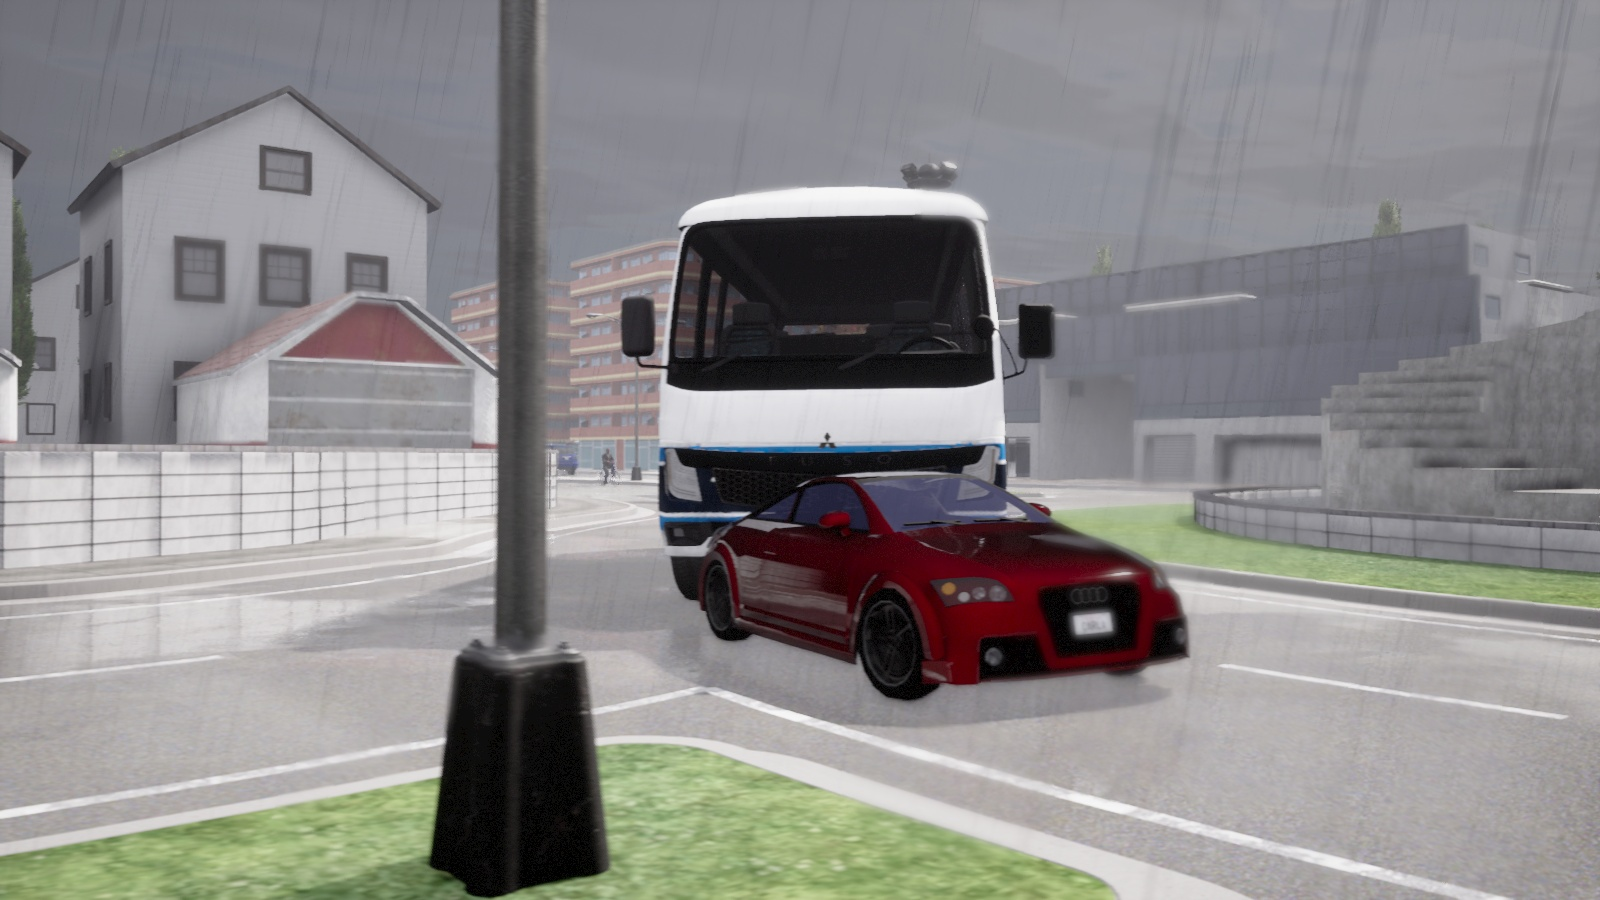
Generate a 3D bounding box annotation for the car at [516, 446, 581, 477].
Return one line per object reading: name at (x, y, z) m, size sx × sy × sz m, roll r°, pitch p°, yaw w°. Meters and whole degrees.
car at (-17.491, 0.777, 87.190) m, size 2.150 × 2.045 × 5.566 m, roll 0°, pitch 0°, yaw -38°

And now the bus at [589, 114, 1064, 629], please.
bus at (0.609, -0.601, 15.678) m, size 3.944 × 4.253 × 10.273 m, roll -1°, pitch 0°, yaw 5°

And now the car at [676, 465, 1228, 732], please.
car at (0.814, 0.846, 9.246) m, size 1.994 × 1.385 × 4.181 m, roll -1°, pitch 1°, yaw -28°
